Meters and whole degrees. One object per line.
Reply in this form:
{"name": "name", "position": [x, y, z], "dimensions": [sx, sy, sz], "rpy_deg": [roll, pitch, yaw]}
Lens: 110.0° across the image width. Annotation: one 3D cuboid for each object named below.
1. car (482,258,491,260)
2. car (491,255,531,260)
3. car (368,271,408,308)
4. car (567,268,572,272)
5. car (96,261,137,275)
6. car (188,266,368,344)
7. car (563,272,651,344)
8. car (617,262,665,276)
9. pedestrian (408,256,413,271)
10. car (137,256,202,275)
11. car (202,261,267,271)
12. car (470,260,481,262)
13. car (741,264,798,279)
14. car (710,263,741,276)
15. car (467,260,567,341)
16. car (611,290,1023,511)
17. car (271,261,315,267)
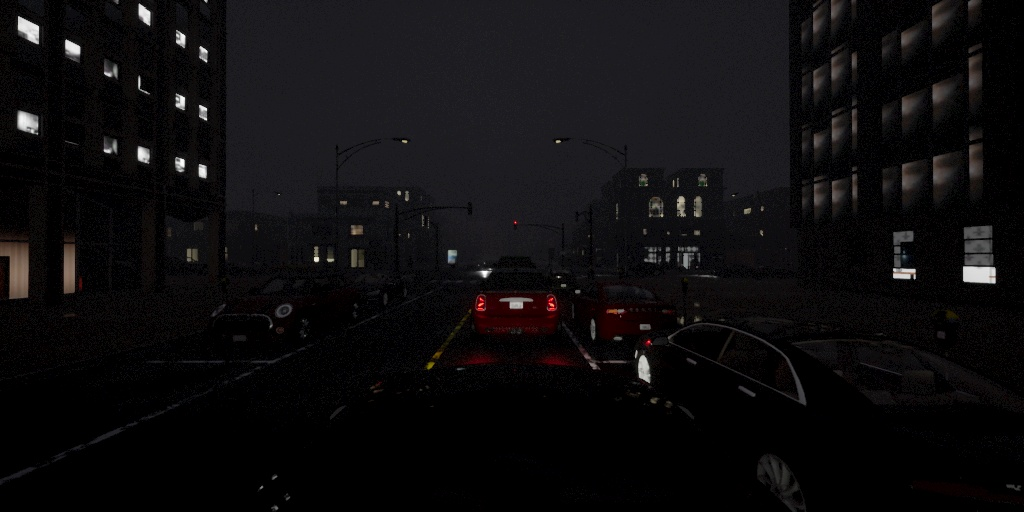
{"name": "car", "position": [-3.100, 1.374, 52.106], "dimensions": [1.895, 1.301, 4.718], "rpy_deg": [0, 0, -1]}
{"name": "car", "position": [0.110, 0.980, 20.164], "dimensions": [2.150, 2.045, 5.566], "rpy_deg": [0, 0, -1]}
{"name": "car", "position": [-5.698, 1.306, 15.170], "dimensions": [2.007, 1.370, 4.403], "rpy_deg": [0, 0, 0]}
{"name": "car", "position": [2.680, 1.309, 20.850], "dimensions": [2.007, 1.370, 4.403], "rpy_deg": [0, 0, 0]}
{"name": "car", "position": [-36.506, 1.141, 33.402], "dimensions": [4.403, 1.370, 2.007], "rpy_deg": [0, 0, 1]}
{"name": "car", "position": [-5.694, 1.193, 9.478], "dimensions": [1.967, 1.591, 4.097], "rpy_deg": [0, 0, 0]}
{"name": "car", "position": [2.686, 1.298, 9.466], "dimensions": [1.888, 1.381, 4.507], "rpy_deg": [0, 0, 0]}
{"name": "car", "position": [13.766, 1.352, 38.442], "dimensions": [4.892, 1.490, 1.837], "rpy_deg": [0, 0, 1]}
{"name": "pedestrian", "position": [-12.575, 0.899, 44.379], "dimensions": [0.375, 1.860, 0.375], "rpy_deg": [0, -1, 1]}
{"name": "car", "position": [-30.969, 0.928, 33.320], "dimensions": [5.009, 1.841, 2.192], "rpy_deg": [0, 0, 1]}
{"name": "car", "position": [-25.432, 1.187, 33.238], "dimensions": [4.403, 1.370, 2.007], "rpy_deg": [0, 0, 1]}
{"name": "car", "position": [-5.718, 1.355, 53.249], "dimensions": [1.802, 1.307, 4.207], "rpy_deg": [0, 0, 0]}
{"name": "car", "position": [23.626, 1.444, 32.474], "dimensions": [4.207, 1.307, 1.802], "rpy_deg": [0, 0, 1]}
{"name": "car", "position": [23.612, 1.459, 38.296], "dimensions": [4.181, 1.385, 1.994], "rpy_deg": [0, 0, 2]}
{"name": "car", "position": [0.095, 1.106, 10.011], "dimensions": [2.097, 1.767, 4.553], "rpy_deg": [0, 0, 0]}
{"name": "car", "position": [2.689, 1.301, 3.774], "dimensions": [2.007, 1.370, 4.403], "rpy_deg": [0, 0, 0]}
{"name": "car", "position": [-25.476, 1.211, 41.620], "dimensions": [4.829, 1.417, 1.751], "rpy_deg": [0, 0, 1]}
